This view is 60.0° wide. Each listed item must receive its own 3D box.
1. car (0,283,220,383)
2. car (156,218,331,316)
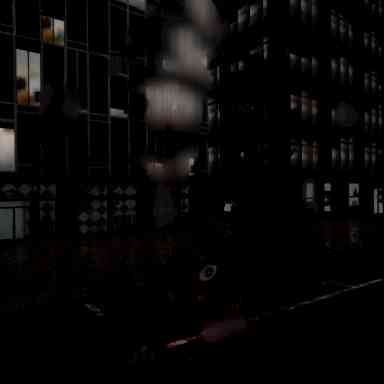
[{"bbox_3d":[-2.177,1.601,1.832,4.718,1.301,1.895,0,0,-35],"label":"car"},{"bbox_3d":[1.217,1.439,7.429,4.097,1.590,1.967,0,-1,-35],"label":"car"}]
